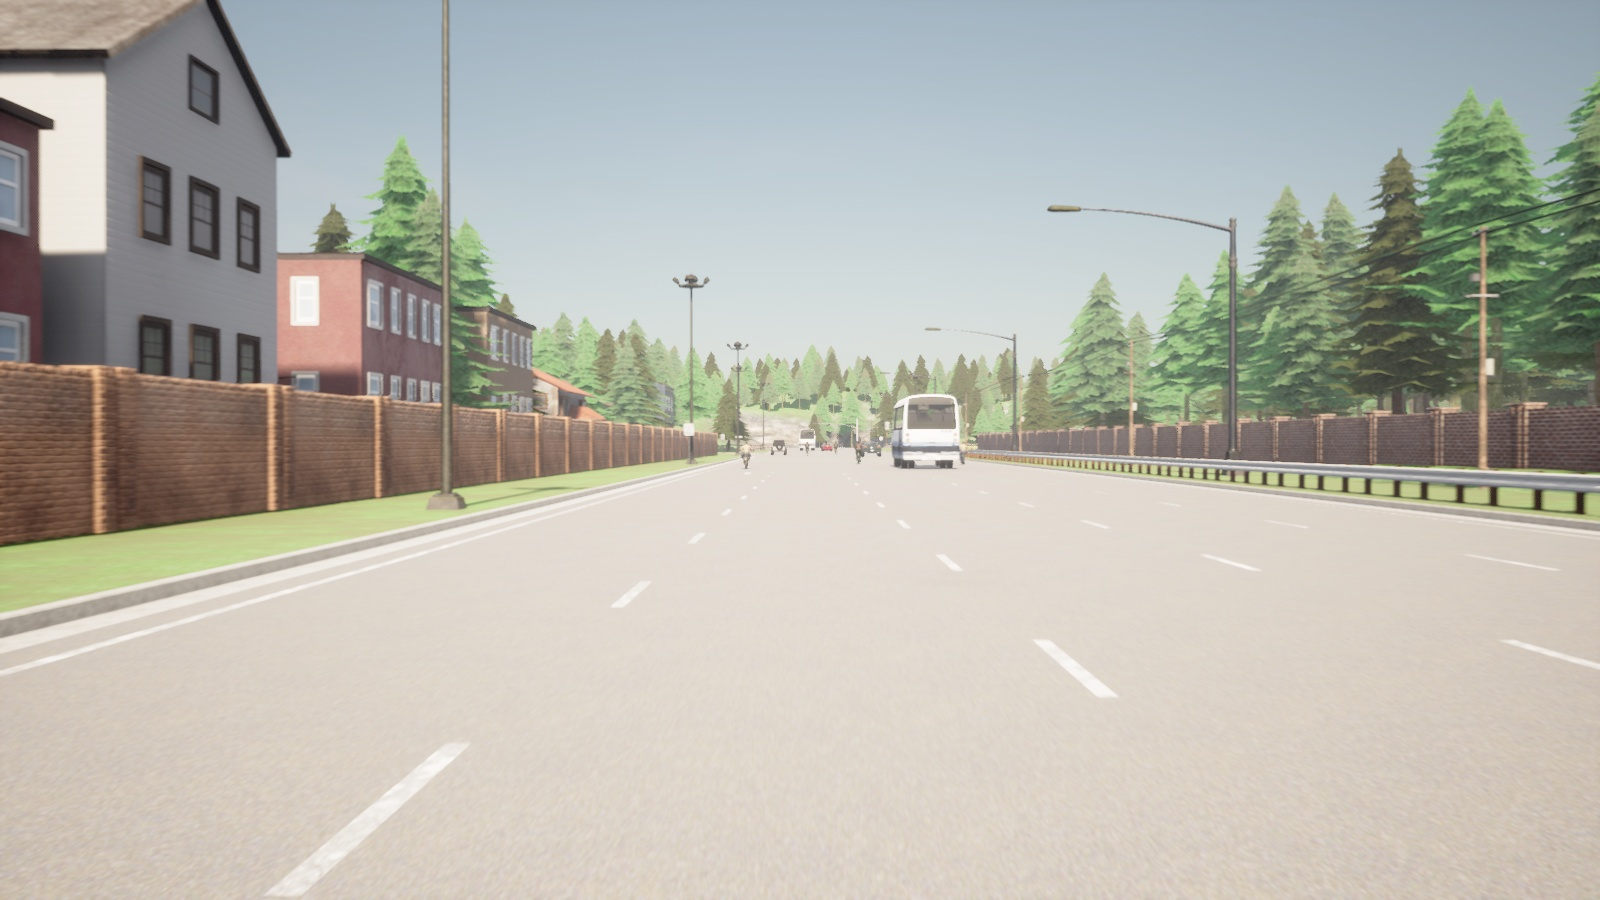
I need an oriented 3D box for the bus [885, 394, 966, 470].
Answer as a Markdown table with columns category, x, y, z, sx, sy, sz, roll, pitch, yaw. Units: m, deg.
| category | x | y | z | sx | sy | sz | roll | pitch | yaw |
| --- | --- | --- | --- | --- | --- | --- | --- | --- | --- |
| bus | 7.448 | -1.047 | 76.010 | 3.944 | 4.253 | 10.273 | 0 | 0 | 0 |
